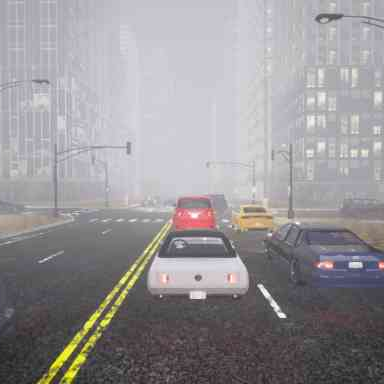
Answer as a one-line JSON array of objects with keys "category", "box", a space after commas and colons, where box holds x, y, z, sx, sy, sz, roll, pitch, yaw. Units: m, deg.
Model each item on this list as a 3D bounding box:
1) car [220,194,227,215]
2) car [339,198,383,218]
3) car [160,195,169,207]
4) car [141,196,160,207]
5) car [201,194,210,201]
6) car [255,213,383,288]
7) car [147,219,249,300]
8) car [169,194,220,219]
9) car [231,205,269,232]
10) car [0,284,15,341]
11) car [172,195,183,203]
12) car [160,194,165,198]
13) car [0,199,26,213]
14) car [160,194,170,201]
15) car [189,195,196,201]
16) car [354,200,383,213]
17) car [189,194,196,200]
[{"category": "car", "box": [1.014, 1.247, 33.526, 5.566, 2.045, 2.150, 0, 0, -35]}, {"category": "car", "box": [16.234, 1.517, 30.731, 5.009, 1.841, 2.192, 1, 0, 1]}, {"category": "car", "box": [-3.285, 1.526, 51.149, 1.994, 1.385, 4.181, 0, 0, 0]}, {"category": "car", "box": [-6.541, 1.454, 50.715, 2.128, 1.511, 4.902, 0, 0, 0]}, {"category": "car", "box": [3.337, 1.400, 82.011, 1.882, 1.535, 5.008, 0, 0, 0]}, {"category": "car", "box": [3.364, 1.543, 9.327, 2.033, 1.411, 5.357, 0, 0, 0]}, {"category": "car", "box": [0.110, 1.597, 8.300, 1.895, 1.301, 4.718, 0, 0, 0]}, {"category": "car", "box": [0.119, 1.211, 18.059, 2.150, 2.045, 5.566, 0, 0, 0]}, {"category": "car", "box": [3.374, 1.467, 19.146, 1.882, 1.535, 5.008, 0, 0, 1]}, {"category": "car", "box": [-3.351, 1.547, 2.218, 2.033, 1.411, 5.357, 0, 0, 0]}, {"category": "car", "box": [-3.175, 1.462, 71.497, 2.128, 1.511, 4.902, 0, 0, 0]}, {"category": "car", "box": [-6.490, 1.429, 60.389, 1.882, 1.535, 5.008, 0, 0, -1]}, {"category": "car", "box": [-19.357, 1.406, 33.943, 4.181, 1.385, 1.994, 1, 1, 1]}, {"category": "car", "box": [-6.415, 1.279, 80.589, 2.097, 1.767, 4.553, 0, 0, 0]}, {"category": "car", "box": [0.087, 1.446, 82.154, 1.812, 1.442, 4.674, 0, 0, 0]}, {"category": "car", "box": [21.851, 1.641, 39.012, 4.829, 1.417, 1.752, 1, 0, 1]}, {"category": "car", "box": [0.098, 1.430, 91.955, 1.812, 1.442, 4.674, 0, 0, 0]}]
